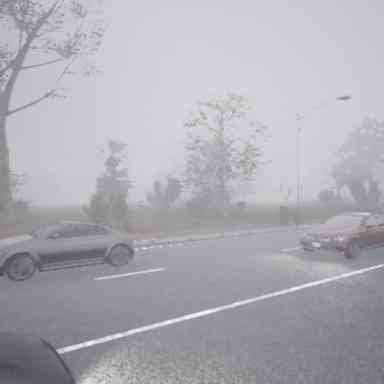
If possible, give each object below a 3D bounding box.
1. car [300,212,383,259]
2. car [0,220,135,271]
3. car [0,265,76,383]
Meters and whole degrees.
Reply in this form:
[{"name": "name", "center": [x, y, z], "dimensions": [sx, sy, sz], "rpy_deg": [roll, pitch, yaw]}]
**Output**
[{"name": "car", "center": [6.118, 1.522, 12.645], "dimensions": [4.674, 1.442, 1.812], "rpy_deg": [0, 0, -35]}, {"name": "car", "center": [-3.824, 1.563, 9.861], "dimensions": [4.181, 1.385, 1.994], "rpy_deg": [0, 0, -35]}, {"name": "car", "center": [-2.725, 1.564, 1.793], "dimensions": [4.181, 1.385, 1.994], "rpy_deg": [0, 0, -36]}]
